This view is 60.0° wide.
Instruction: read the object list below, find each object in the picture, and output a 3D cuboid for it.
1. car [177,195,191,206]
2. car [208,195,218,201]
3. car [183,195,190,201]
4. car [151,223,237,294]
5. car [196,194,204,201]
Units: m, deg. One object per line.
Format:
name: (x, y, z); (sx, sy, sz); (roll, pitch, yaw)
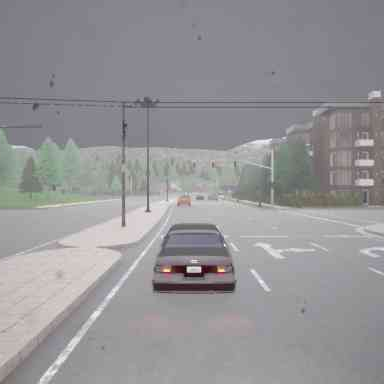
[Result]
car: (-1.309, 1.352, 54.697); (2.097, 1.767, 4.553); (0, 0, -1)
car: (5.555, 1.539, 85.562); (2.033, 1.411, 5.357); (0, 0, 0)
car: (-1.445, 1.523, 85.522); (1.812, 1.442, 4.674); (0, 0, 0)
car: (0.050, 1.547, 8.951); (2.033, 1.411, 5.357); (0, 0, 0)
car: (2.055, 1.477, 85.558); (1.882, 1.535, 5.008); (0, 0, 0)
